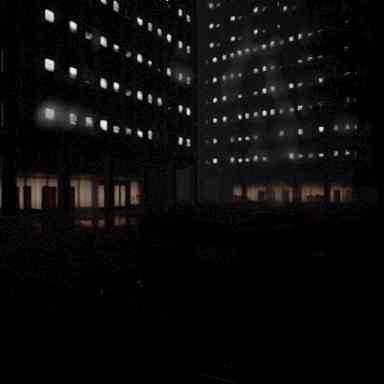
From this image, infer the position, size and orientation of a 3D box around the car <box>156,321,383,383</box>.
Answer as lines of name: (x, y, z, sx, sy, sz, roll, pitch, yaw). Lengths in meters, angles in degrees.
car: (1.523, 1.445, 1.808, 4.097, 1.590, 1.967, 1, 0, 35)
